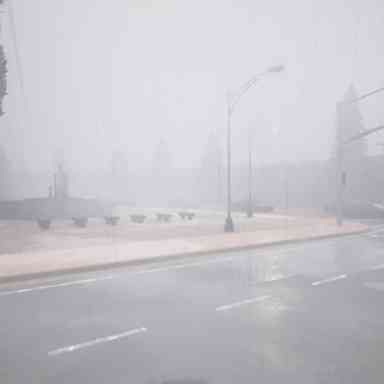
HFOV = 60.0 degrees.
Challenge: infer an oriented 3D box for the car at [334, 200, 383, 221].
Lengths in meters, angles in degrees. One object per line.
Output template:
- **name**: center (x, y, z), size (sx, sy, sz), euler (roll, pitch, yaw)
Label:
- **car**: center (13.839, 1.521, 25.664), size (1.812, 1.442, 4.674), euler (0, 0, -35)

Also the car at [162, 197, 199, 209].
- **car**: center (-1.220, 1.502, 44.338), size (4.892, 1.490, 1.837), euler (-1, 0, 40)

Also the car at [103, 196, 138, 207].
- **car**: center (-10.599, 1.598, 50.444), size (4.718, 1.301, 1.895), euler (0, 0, 25)

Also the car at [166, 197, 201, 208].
- **car**: center (-1.228, 1.473, 48.799), size (5.008, 1.535, 1.882), euler (0, 0, 36)

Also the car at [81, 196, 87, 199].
- **car**: center (-18.646, 1.218, 63.939), size (5.566, 2.045, 2.150), euler (0, 0, 10)

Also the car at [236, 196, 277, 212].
- **car**: center (7.645, 1.347, 39.891), size (2.097, 1.767, 4.553), euler (0, 0, -39)

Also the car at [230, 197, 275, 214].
- **car**: center (6.310, 1.543, 36.104), size (2.033, 1.411, 5.357), euler (0, 0, -37)

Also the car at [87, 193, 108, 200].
- **car**: center (-14.656, 1.246, 55.940), size (4.718, 1.301, 1.895), euler (0, 0, 17)

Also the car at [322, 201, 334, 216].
- **car**: center (14.530, 1.500, 30.734), size (1.837, 1.490, 4.892), euler (0, 0, -36)

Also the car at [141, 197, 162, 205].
- **car**: center (-7.089, 1.558, 60.406), size (4.181, 1.385, 1.994), euler (0, 0, 24)
